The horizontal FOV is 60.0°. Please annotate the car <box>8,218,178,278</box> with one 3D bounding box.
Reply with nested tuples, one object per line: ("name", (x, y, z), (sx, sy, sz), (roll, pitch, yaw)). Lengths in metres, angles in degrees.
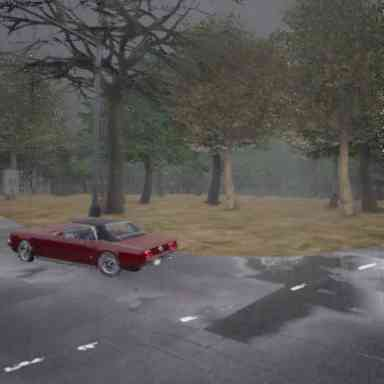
("car", (-2.886, 1.405, 9.429), (4.718, 1.301, 1.895), (3, 2, 24))
